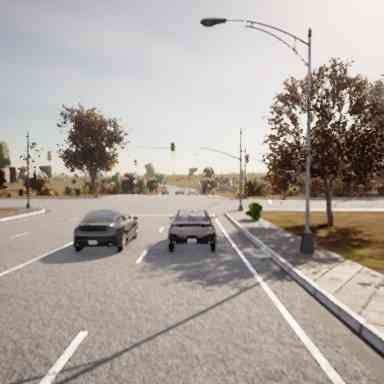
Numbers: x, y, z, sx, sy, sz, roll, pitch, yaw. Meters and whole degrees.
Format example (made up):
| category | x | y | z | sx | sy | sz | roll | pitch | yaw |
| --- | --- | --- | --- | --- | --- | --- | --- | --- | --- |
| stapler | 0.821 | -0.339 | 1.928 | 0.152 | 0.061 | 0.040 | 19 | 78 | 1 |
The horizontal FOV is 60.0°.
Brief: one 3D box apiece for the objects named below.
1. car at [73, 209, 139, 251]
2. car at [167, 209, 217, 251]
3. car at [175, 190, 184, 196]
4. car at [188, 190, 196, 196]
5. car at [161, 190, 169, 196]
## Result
| category | x | y | z | sx | sy | sz | roll | pitch | yaw |
| --- | --- | --- | --- | --- | --- | --- | --- | --- | --- |
| car | -3.488 | 1.481 | 14.125 | 1.837 | 1.490 | 4.892 | 0 | 1 | 0 |
| car | 0.012 | 1.466 | 14.132 | 2.128 | 1.511 | 4.902 | 0 | 1 | 0 |
| car | -3.452 | 0.203 | 88.794 | 1.882 | 1.535 | 5.008 | 0 | -1 | 0 |
| car | 0.048 | 0.227 | 88.375 | 1.812 | 1.442 | 4.674 | 0 | -1 | 0 |
| car | -6.953 | 0.200 | 86.317 | 1.837 | 1.490 | 4.892 | 0 | -1 | 0 |
